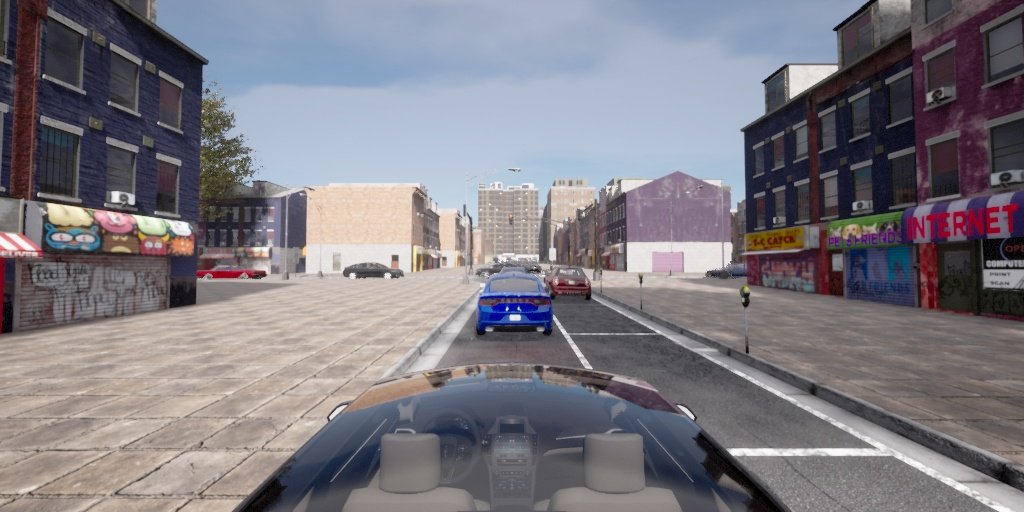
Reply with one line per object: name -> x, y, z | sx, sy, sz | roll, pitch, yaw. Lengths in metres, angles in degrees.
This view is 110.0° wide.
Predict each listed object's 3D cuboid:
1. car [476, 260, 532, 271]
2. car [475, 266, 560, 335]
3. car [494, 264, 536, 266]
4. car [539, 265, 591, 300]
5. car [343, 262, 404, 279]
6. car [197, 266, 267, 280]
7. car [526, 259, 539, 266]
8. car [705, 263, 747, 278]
car -> -0.909, 1.325, 32.811 | 4.892, 1.490, 1.837 | 0, -2, 0
car -> 0.038, 1.234, 10.519 | 1.882, 1.535, 5.008 | 0, 0, -1
car -> 0.097, 1.293, 18.087 | 1.812, 1.442, 4.674 | 0, 0, 0
car -> 2.634, 1.207, 17.887 | 1.967, 1.591, 4.097 | 0, 0, 0
car -> -11.509, 1.271, 29.945 | 4.892, 1.490, 1.837 | 0, -2, 2
car -> -23.281, 1.454, 30.004 | 4.718, 1.301, 1.895 | -1, -2, 0
car -> 2.631, 1.421, 44.631 | 1.948, 1.339, 4.313 | 0, 0, 0
car -> 20.676, 1.360, 32.680 | 5.357, 1.411, 2.033 | 0, -2, 0
